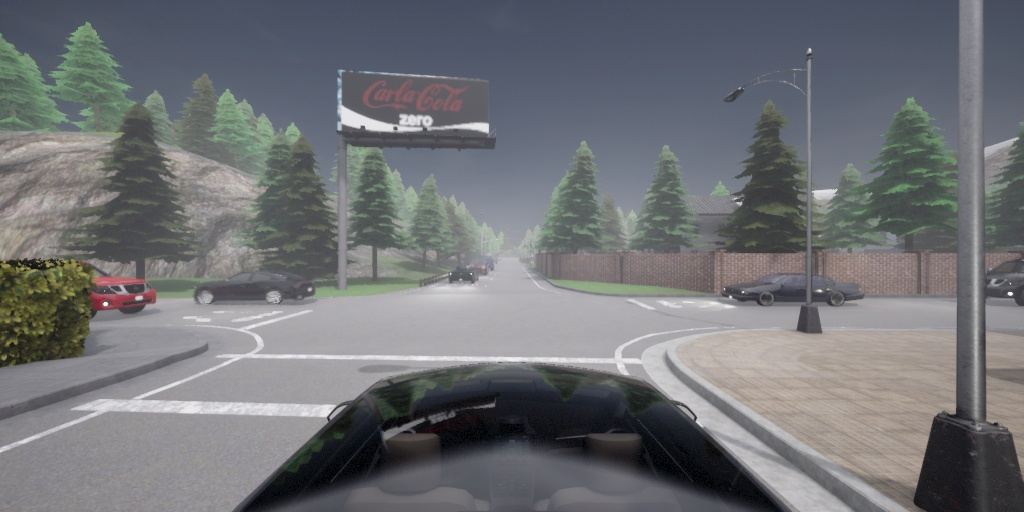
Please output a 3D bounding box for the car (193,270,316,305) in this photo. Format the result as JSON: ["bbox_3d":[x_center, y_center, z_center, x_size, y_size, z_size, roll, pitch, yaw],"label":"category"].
[{"bbox_3d":[-11.861,1.403,16.644,5.008,1.535,1.882,0,-1,0],"label":"car"}]

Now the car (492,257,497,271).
[{"bbox_3d":[-3.572,0.967,48.671,2.150,2.045,5.566,0,0,0],"label":"car"}]

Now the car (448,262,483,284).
[{"bbox_3d":[-3.590,1.348,27.319,1.895,1.301,4.718,0,0,0],"label":"car"}]

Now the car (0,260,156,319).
[{"bbox_3d":[-16.022,1.147,12.432,5.566,2.045,2.150,0,0,-7],"label":"car"}]

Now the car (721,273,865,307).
[{"bbox_3d":[12.549,1.472,16.183,5.357,1.411,2.033,0,0,1],"label":"car"}]

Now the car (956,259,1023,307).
[{"bbox_3d":[23.569,1.145,15.986,5.566,2.045,2.150,0,0,1],"label":"car"}]

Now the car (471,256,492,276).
[{"bbox_3d":[-3.585,1.098,37.446,2.097,1.767,4.553,0,0,0],"label":"car"}]
